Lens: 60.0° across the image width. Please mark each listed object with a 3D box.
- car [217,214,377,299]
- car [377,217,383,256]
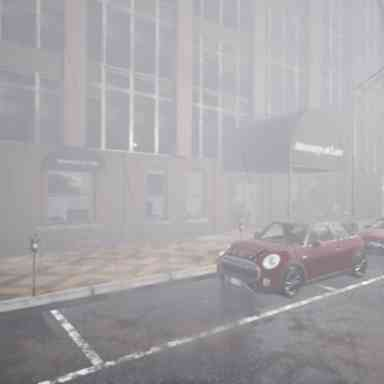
[{"bbox_3d":[2.574,1.413,8.381,4.097,1.590,1.967,0,1,-35],"label":"car"},{"bbox_3d":[7.177,1.532,11.668,4.206,1.307,1.802,0,1,-35],"label":"car"}]
